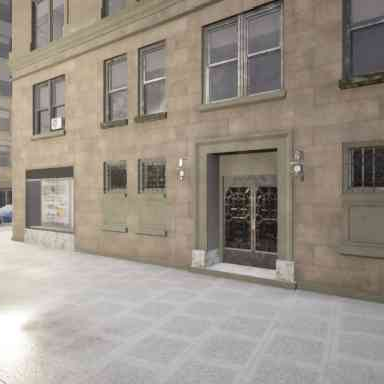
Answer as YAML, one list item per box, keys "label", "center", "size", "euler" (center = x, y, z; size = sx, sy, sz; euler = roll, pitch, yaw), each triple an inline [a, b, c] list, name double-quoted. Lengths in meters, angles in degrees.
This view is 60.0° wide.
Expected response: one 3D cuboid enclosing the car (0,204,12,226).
- label: "car"
  center: [-11.927, 1.512, 23.061]
  size: [2.033, 1.411, 5.357]
  euler: [0, 0, 39]
